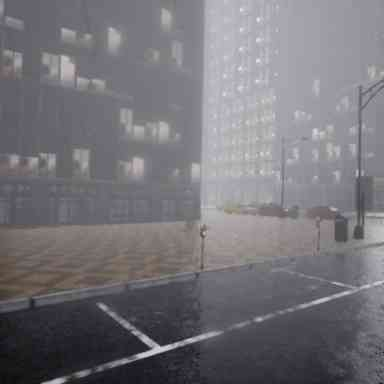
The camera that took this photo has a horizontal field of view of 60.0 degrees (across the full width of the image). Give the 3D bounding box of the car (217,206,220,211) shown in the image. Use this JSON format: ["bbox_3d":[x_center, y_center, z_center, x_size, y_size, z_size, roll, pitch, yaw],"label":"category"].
[{"bbox_3d":[5.906,2.301,53.249,1.752,1.417,4.829,1,-1,-35],"label":"car"}]

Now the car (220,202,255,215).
[{"bbox_3d":[5.757,1.964,38.857,1.752,1.417,4.829,1,-1,-35],"label":"car"}]

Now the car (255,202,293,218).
[{"bbox_3d":[8.919,1.825,34.342,1.967,1.590,4.097,1,-1,-35],"label":"car"}]

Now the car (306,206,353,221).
[{"bbox_3d":[12.178,1.912,29.683,1.802,1.307,4.206,1,-1,-35],"label":"car"}]

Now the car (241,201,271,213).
[{"bbox_3d":[9.264,2.159,48.456,1.967,1.590,4.097,1,-1,-35],"label":"car"}]
